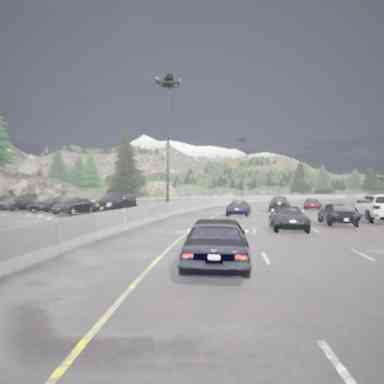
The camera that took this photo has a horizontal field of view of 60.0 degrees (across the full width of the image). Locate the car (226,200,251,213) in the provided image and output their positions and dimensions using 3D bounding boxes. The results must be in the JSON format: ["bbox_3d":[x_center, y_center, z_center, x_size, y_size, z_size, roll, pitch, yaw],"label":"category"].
[{"bbox_3d":[4.292,1.424,30.243,1.994,1.385,4.181,1,0,14],"label":"car"}]

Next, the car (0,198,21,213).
[{"bbox_3d":[-17.045,1.229,32.124,1.994,1.385,4.181,1,0,13],"label":"car"}]

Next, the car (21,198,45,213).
[{"bbox_3d":[-13.472,1.243,32.103,2.033,1.411,5.357,1,0,13],"label":"car"}]

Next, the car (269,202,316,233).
[{"bbox_3d":[5.583,1.499,19.341,1.994,1.385,4.181,1,0,9],"label":"car"}]

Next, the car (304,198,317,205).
[{"bbox_3d":[14.736,1.453,40.786,1.994,1.385,4.181,1,0,19],"label":"car"}]

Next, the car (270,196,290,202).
[{"bbox_3d":[9.571,1.223,36.216,2.097,1.767,4.553,1,0,16],"label":"car"}]

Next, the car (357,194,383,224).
[{"bbox_3d":[13.704,1.196,24.583,2.150,2.045,5.566,0,0,12],"label":"car"}]

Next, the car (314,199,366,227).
[{"bbox_3d":[9.673,1.479,22.186,1.812,1.442,4.674,1,1,10],"label":"car"}]

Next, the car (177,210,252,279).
[{"bbox_3d":[0.738,1.495,9.926,2.033,1.411,5.357,1,0,6],"label":"car"}]

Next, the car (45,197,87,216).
[{"bbox_3d":[-10.454,1.245,29.468,1.837,1.490,4.892,1,0,12],"label":"car"}]

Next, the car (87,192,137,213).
[{"bbox_3d":[-6.782,0.993,29.912,2.150,2.045,5.566,1,0,13],"label":"car"}]
